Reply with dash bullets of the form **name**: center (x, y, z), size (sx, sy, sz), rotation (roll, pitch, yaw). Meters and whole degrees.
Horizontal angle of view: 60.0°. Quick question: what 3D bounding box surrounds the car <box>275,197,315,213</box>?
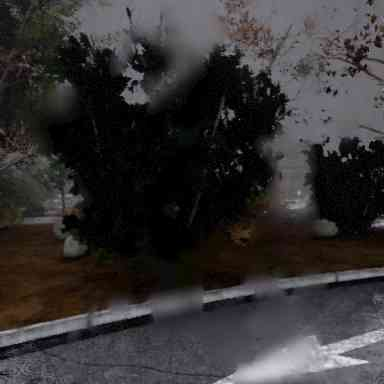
- **car**: center (12.392, 1.487, 39.877), size (4.553, 1.767, 2.185), rotation (0, -1, -35)

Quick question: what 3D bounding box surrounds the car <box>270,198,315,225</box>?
- **car**: center (8.429, 1.475, 24.329), size (4.892, 1.521, 2.231), rotation (0, -1, -36)

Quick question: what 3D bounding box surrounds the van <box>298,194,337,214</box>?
- **van**: center (14.075, 1.314, 37.351), size (4.442, 1.987, 1.878), rotation (0, -1, -35)

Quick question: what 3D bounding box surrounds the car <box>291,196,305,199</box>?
- **car**: center (6.819, 1.269, 26.617), size (5.566, 2.045, 2.435), rotation (0, -1, -36)
